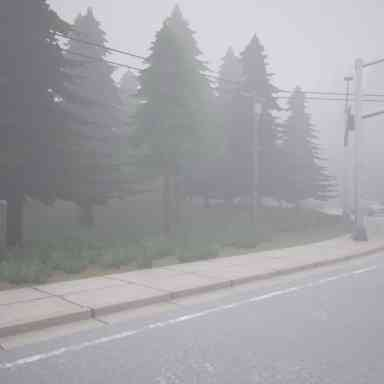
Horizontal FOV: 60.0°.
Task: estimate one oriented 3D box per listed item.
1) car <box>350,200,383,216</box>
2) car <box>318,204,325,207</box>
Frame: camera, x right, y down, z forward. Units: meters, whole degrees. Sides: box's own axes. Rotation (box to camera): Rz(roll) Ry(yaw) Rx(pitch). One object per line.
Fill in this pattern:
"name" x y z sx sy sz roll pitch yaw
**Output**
"car" 17.220 1.525 32.285 1.812 1.442 4.674 0 0 -4
"car" 14.686 1.505 42.494 1.837 1.490 4.892 0 0 -26
